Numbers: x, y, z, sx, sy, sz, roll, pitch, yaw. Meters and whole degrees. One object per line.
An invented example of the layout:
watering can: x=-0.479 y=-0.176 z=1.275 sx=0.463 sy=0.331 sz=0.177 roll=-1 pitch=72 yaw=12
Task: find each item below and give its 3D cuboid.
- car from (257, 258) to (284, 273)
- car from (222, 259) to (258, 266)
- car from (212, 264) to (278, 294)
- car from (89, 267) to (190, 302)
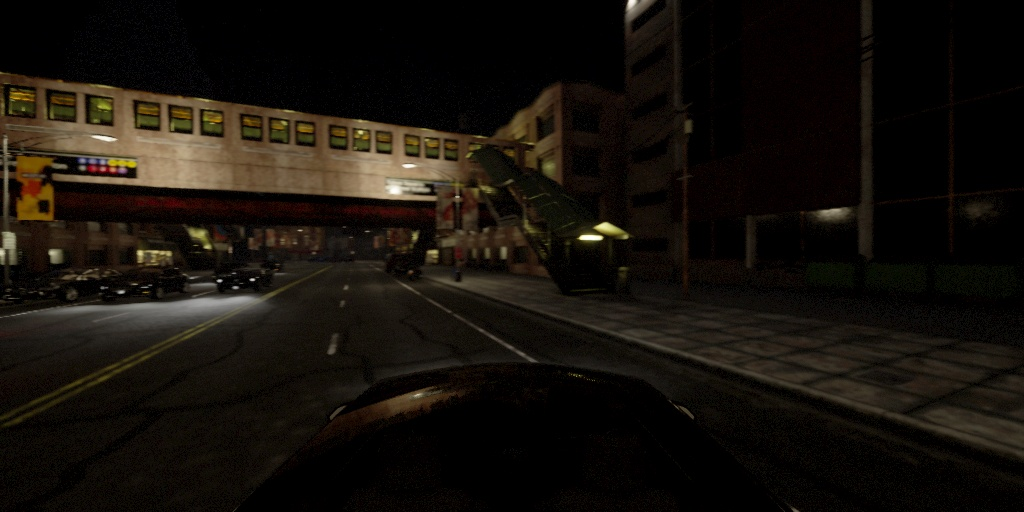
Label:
car: x=-29.098 y=1.256 z=43.551 sx=1.837 sy=1.490 sz=4.892 roll=-1 pitch=0 yaw=-24
car: x=-23.087 y=1.285 z=29.842 sx=1.837 sy=1.490 sz=4.892 roll=-1 pitch=0 yaw=-23
car: x=-15.600 y=1.368 z=21.151 sx=1.895 sy=1.301 sz=4.718 roll=-1 pitch=0 yaw=-23
car: x=-17.803 y=1.309 z=17.662 sx=1.837 sy=1.490 sz=4.892 roll=-1 pitch=0 yaw=-24
